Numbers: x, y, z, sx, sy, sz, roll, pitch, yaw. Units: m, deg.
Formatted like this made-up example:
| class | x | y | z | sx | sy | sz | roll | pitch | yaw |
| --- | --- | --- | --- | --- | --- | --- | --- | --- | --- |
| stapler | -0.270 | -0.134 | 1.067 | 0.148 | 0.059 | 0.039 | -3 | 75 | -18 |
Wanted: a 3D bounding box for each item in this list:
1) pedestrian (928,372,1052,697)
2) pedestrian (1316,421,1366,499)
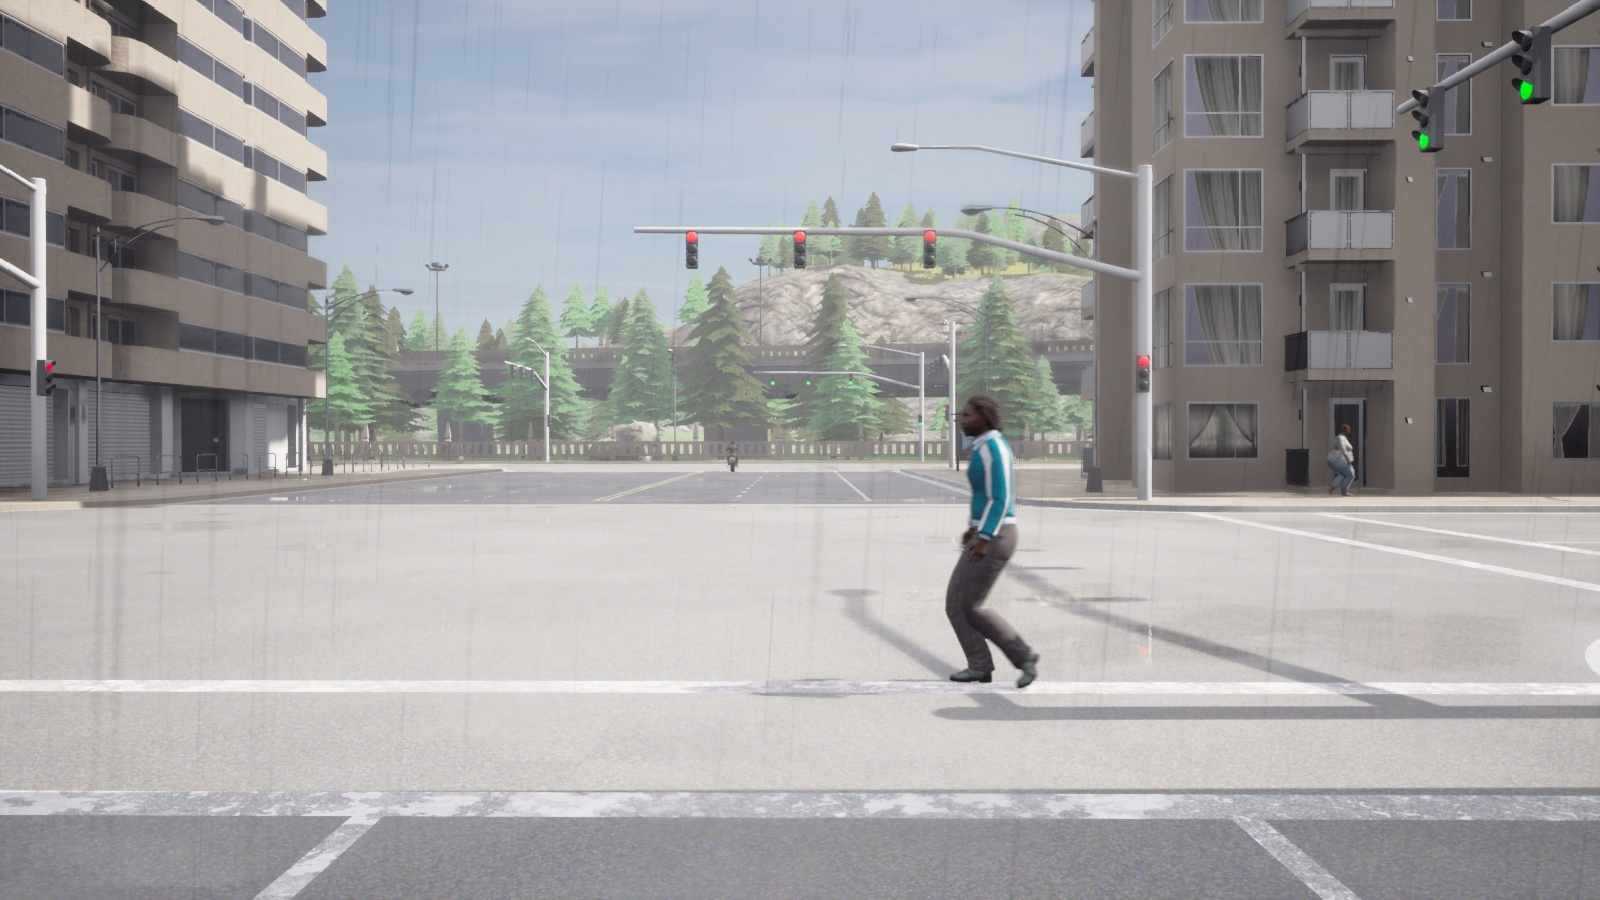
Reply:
| class | x | y | z | sx | sy | sz | roll | pitch | yaw |
| --- | --- | --- | --- | --- | --- | --- | --- | --- | --- |
| pedestrian | 1.148 | 0.502 | 7.649 | 0.692 | 1.930 | 0.396 | 0 | 0 | 1 |
| pedestrian | 13.126 | 0.243 | 30.498 | 0.900 | 1.855 | 0.874 | 0 | 0 | 7 |
